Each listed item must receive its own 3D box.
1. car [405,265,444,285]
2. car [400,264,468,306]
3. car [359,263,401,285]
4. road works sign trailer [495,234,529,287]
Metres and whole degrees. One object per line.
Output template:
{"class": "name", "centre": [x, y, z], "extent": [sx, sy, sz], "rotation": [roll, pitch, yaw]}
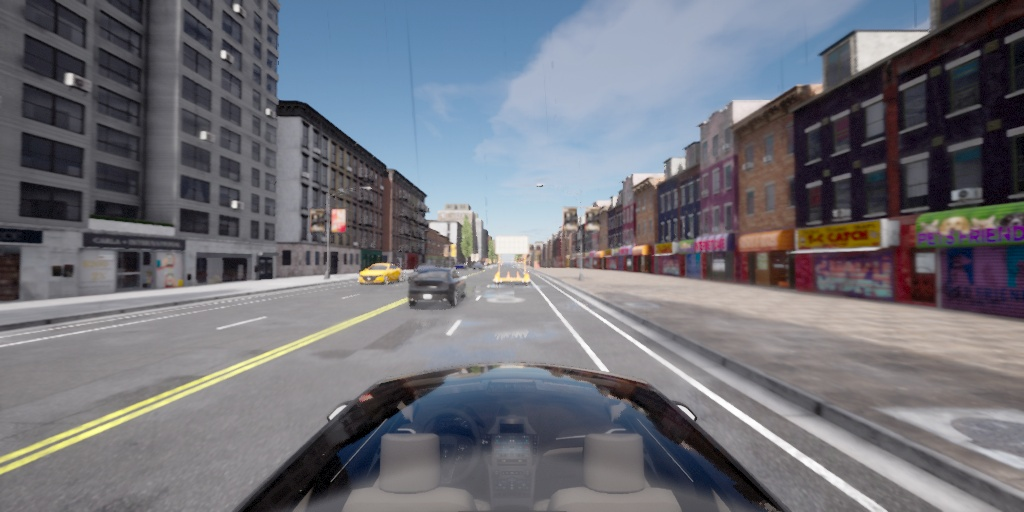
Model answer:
{"class": "car", "centre": [-6.595, 1.406, 27.616], "extent": [1.994, 1.385, 4.181], "rotation": [0, 0, 0]}
{"class": "car", "centre": [-3.152, 1.282, 15.802], "extent": [1.837, 1.490, 4.892], "rotation": [0, 0, 0]}
{"class": "car", "centre": [-9.847, 1.316, 27.170], "extent": [1.882, 1.535, 5.008], "rotation": [0, 0, 0]}
{"class": "road works sign trailer", "centre": [0.000, 0.287, 24.941], "extent": [2.380, 3.560, 2.880], "rotation": [0, 0, 0]}
